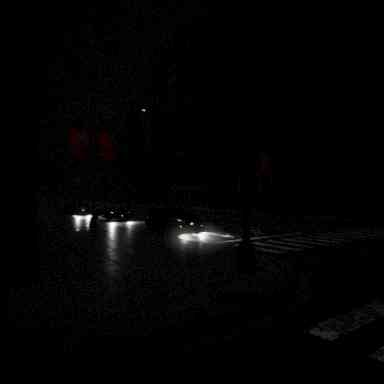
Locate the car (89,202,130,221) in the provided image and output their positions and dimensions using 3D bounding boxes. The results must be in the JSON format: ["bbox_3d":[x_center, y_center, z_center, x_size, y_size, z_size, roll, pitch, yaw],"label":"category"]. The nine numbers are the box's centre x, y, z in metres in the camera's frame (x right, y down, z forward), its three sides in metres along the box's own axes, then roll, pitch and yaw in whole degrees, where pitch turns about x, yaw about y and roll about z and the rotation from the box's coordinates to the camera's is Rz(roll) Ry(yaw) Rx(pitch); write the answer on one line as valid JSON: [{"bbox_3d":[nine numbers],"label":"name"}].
[{"bbox_3d":[-6.911,1.621,28.357,1.812,1.442,4.674,0,0,-36],"label":"car"}]

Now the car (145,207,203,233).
[{"bbox_3d":[-1.173,1.621,20.371,1.994,1.385,4.181,0,0,-36],"label":"car"}]

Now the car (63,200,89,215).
[{"bbox_3d":[-12.678,1.625,36.392,2.128,1.511,4.902,0,0,-35],"label":"car"}]
